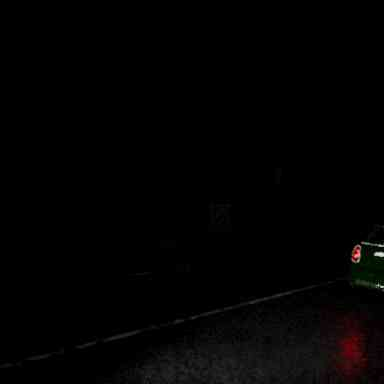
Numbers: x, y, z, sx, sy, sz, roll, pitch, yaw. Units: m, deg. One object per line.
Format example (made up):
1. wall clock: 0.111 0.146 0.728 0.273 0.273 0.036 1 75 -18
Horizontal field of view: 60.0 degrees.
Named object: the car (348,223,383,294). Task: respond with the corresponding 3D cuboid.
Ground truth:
1. car: 5.730 1.435 7.836 4.553 1.767 2.097 1 0 -36
